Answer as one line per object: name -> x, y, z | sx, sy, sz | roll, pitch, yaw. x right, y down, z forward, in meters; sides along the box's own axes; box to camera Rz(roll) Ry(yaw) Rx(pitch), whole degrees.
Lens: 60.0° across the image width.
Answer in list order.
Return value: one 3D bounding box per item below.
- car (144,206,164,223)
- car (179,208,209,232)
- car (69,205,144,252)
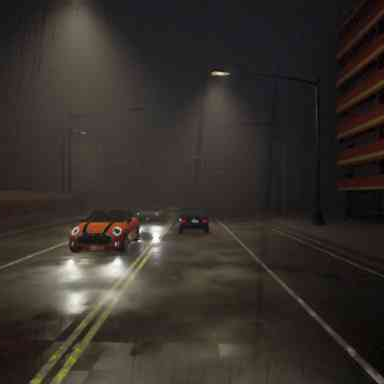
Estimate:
car -> -3.502, 1.848, 28.533 | 1.895, 1.301, 4.718 | 0, -1, 0
car -> 0.111, 1.733, 21.414 | 2.033, 1.411, 5.357 | 0, -1, 0
car -> -3.587, 1.477, 14.364 | 2.097, 1.767, 4.553 | 0, 0, 0
